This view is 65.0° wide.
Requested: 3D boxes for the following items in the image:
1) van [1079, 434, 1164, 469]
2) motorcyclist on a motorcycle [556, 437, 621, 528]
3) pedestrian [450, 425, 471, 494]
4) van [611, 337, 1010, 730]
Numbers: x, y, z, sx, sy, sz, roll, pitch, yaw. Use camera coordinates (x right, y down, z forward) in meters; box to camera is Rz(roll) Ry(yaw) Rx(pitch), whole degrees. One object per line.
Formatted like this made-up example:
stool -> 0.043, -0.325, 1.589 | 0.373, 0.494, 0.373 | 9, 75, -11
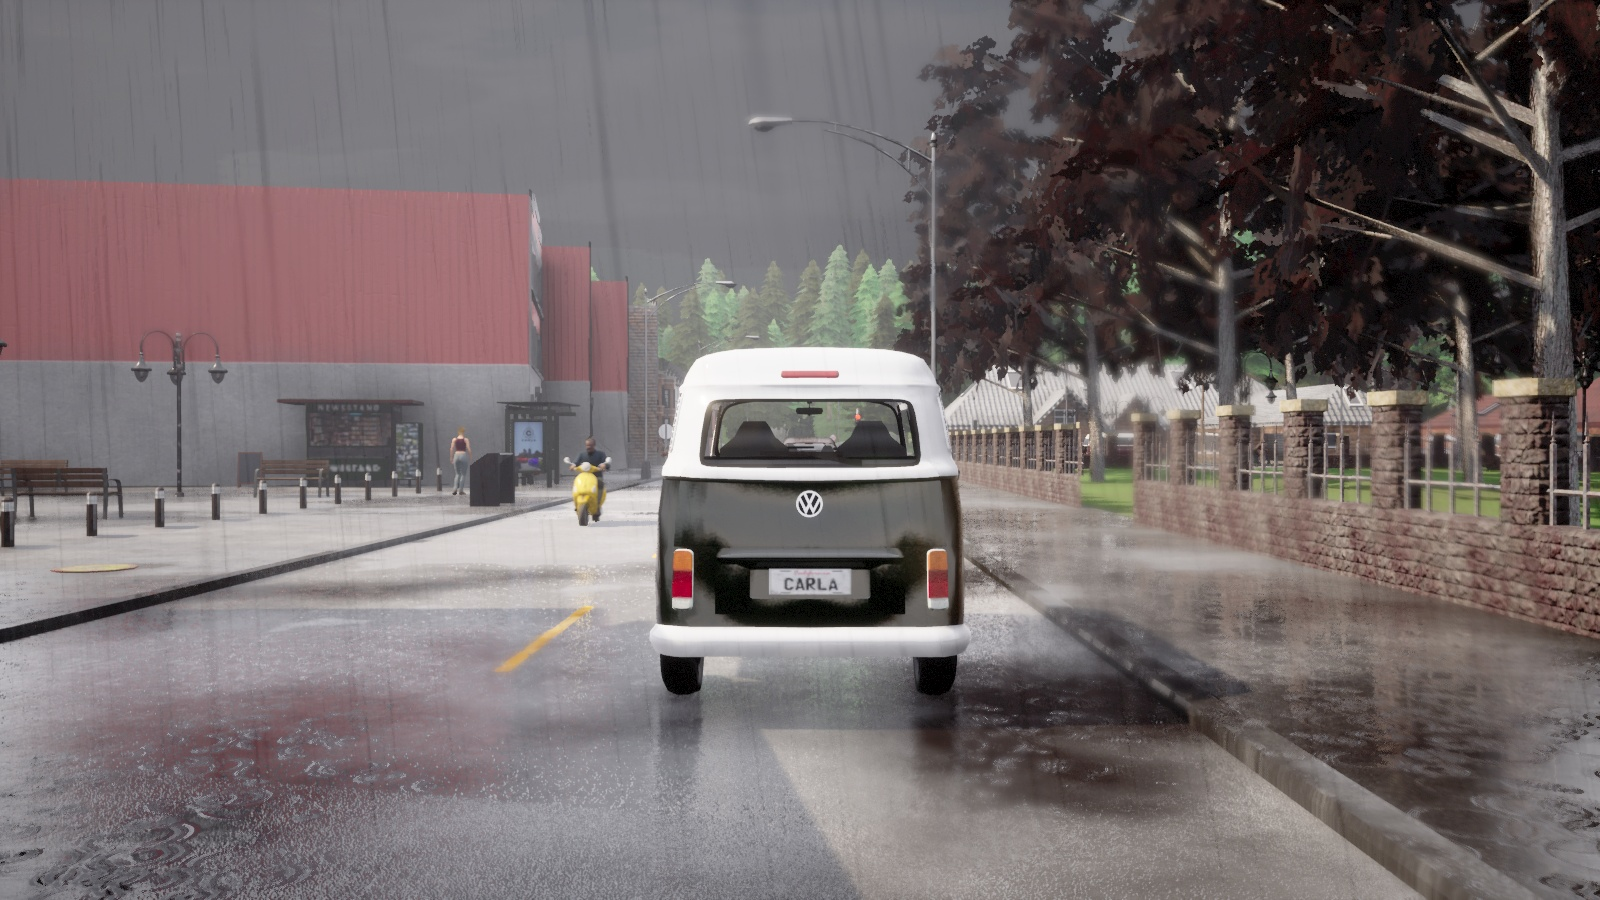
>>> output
van -> 18.773, 0.070, 73.468 | 4.480, 2.038, 2.069 | 0, 0, -1
motorcyclist on a motorcycle -> -3.839, 0.568, 22.894 | 0.866, 1.590, 1.817 | 0, 0, 0
pedestrian -> -9.052, 0.256, 33.496 | 0.345, 1.836, 0.594 | 0, 0, 4
van -> 0.067, 0.420, 8.757 | 2.069, 2.038, 4.480 | 0, 0, 0
